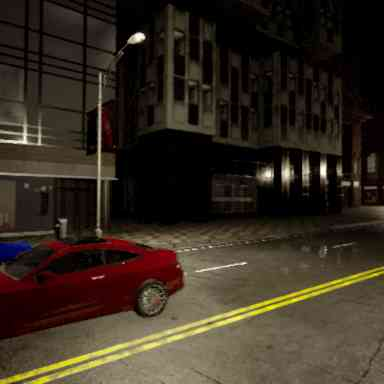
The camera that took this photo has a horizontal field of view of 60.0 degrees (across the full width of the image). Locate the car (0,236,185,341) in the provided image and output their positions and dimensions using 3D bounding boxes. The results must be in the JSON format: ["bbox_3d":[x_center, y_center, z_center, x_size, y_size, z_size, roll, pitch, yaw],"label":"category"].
[{"bbox_3d":[-2.285,1.595,6.032,4.674,1.442,1.812,0,-1,-37],"label":"car"}]

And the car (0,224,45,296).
[{"bbox_3d":[-5.962,1.625,7.327,4.674,1.442,1.812,0,-1,-37],"label":"car"}]
